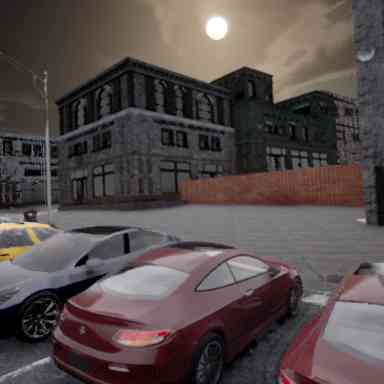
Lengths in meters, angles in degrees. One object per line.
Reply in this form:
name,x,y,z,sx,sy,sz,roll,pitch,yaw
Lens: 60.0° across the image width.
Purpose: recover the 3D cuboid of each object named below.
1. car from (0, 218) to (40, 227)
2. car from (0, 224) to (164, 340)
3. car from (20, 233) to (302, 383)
car,-4.220,1.437,8.556,1.946,1.575,5.366,0,0,35
car,-2.071,1.483,6.761,2.163,1.488,4.792,0,0,35
car,0.215,1.507,5.162,2.002,1.452,4.674,0,0,36
